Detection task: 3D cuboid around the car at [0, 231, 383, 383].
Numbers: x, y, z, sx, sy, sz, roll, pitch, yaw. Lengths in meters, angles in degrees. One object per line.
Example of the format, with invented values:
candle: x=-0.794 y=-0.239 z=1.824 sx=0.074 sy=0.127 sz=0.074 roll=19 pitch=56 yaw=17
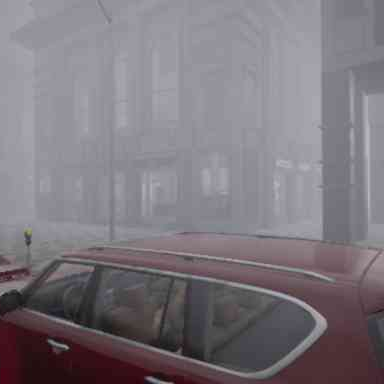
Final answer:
car: x=-0.379 y=1.340 z=3.228 sx=5.009 sy=1.841 sz=2.192 roll=-1 pitch=0 yaw=35
